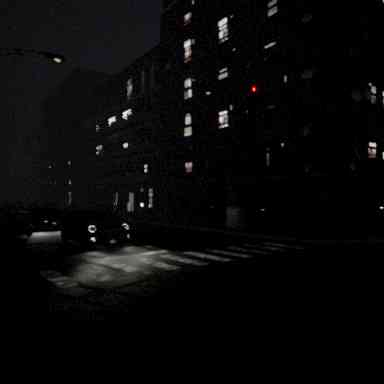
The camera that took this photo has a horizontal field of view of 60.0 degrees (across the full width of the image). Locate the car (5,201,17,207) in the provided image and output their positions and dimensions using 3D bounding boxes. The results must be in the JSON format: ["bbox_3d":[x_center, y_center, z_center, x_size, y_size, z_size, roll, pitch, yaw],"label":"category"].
[{"bbox_3d":[-42.898,2.850,78.655,1.887,1.381,4.507,-1,0,-36],"label":"car"}]

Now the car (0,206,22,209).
[{"bbox_3d":[-13.844,1.983,24.055,2.008,1.369,4.403,-1,0,-36],"label":"car"}]

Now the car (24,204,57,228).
[{"bbox_3d":[-10.667,1.905,24.328,1.837,1.490,4.892,0,-1,-36],"label":"car"}]

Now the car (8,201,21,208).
[{"bbox_3d":[-39.630,2.789,74.145,1.947,1.339,4.313,-1,0,-36],"label":"car"}]

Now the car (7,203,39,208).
[{"bbox_3d":[-16.505,2.070,32.388,1.812,1.442,4.674,0,-1,-36],"label":"car"}]

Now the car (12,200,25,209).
[{"bbox_3d":[-36.365,2.581,69.636,1.967,1.590,4.097,-1,0,-36],"label":"car"}]

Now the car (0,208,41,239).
[{"bbox_3d":[-10.576,1.901,19.545,2.008,1.369,4.403,-1,0,-36],"label":"car"}]

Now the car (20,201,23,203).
[{"bbox_3d":[-21.958,2.300,45.356,1.994,1.385,4.181,0,-1,-36],"label":"car"}]

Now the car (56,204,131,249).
[{"bbox_3d":[-4.778,1.606,16.262,2.097,1.767,4.553,0,-1,-37],"label":"car"}]

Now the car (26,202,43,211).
[{"bbox_3d":[-26.559,2.477,56.106,1.802,1.307,4.206,-1,0,-36],"label":"car"}]

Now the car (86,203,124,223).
[{"bbox_3d":[-8.162,1.878,30.935,1.967,1.590,4.097,-1,0,-36],"label":"car"}]

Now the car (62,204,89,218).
[{"bbox_3d":[-13.424,2.150,38.115,1.802,1.307,4.206,-1,0,-36],"label":"car"}]

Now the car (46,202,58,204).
[{"bbox_3d":[-20.023,2.172,47.090,1.967,1.590,4.097,-1,0,-36],"label":"car"}]

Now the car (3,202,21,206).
[{"bbox_3d":[-22.623,2.262,40.937,1.994,1.385,4.181,0,-1,-33],"label":"car"}]
